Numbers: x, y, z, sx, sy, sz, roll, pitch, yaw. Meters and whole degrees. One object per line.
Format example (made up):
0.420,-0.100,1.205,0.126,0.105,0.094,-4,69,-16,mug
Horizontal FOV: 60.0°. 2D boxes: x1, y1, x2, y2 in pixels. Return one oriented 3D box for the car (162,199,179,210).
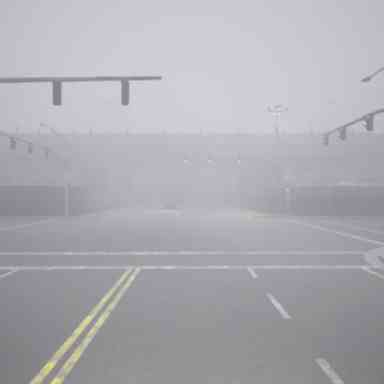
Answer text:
-3.560,2.097,52.306,1.895,1.301,4.718,0,-1,0,car
